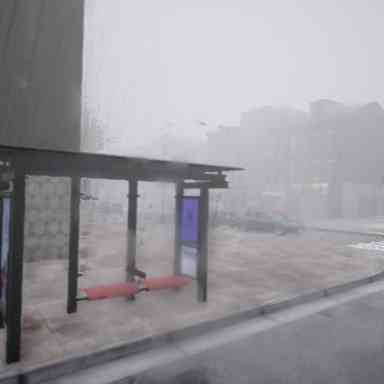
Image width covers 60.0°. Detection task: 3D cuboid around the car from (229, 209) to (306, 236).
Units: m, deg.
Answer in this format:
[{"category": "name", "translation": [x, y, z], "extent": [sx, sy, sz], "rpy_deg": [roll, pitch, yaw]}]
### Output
[{"category": "car", "translation": [4.471, 1.735, 19.339], "extent": [1.947, 1.339, 4.313], "rpy_deg": [1, -2, -36]}]

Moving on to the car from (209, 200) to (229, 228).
[{"category": "car", "translation": [1.252, 1.516, 23.826], "extent": [2.192, 1.841, 5.009], "rpy_deg": [2, -1, -36]}]
